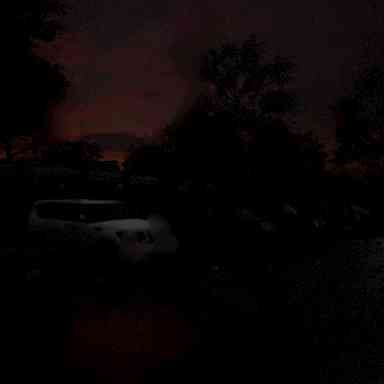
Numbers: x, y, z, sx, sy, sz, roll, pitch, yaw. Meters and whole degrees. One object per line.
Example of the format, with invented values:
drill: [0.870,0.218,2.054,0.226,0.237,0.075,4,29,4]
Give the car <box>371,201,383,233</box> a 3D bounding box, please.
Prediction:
car: [9.138,1.468,19.546,4.892,1.521,2.231,-1,-1,34]

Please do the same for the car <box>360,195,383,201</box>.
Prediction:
car: [11.573,1.213,21.306,5.566,2.045,2.435,-1,0,34]

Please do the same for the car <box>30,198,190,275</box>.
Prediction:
car: [-3.135,1.232,10.753,5.566,2.045,2.435,-1,-1,34]

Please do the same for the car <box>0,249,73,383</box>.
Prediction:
car: [-3.779,1.602,3.138,4.718,1.301,1.895,0,0,-35]

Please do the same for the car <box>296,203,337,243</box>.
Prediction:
car: [4.196,1.349,16.052,4.553,1.767,2.185,-1,-1,34]

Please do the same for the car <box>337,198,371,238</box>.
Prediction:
car: [6.705,1.344,17.767,4.553,1.767,2.185,-1,0,34]

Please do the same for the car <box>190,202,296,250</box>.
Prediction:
car: [1.736,1.352,14.289,4.553,1.767,2.185,-1,-1,35]

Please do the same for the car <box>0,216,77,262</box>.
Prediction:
car: [-5.592,1.516,8.991,4.792,1.488,2.163,-1,-1,34]
